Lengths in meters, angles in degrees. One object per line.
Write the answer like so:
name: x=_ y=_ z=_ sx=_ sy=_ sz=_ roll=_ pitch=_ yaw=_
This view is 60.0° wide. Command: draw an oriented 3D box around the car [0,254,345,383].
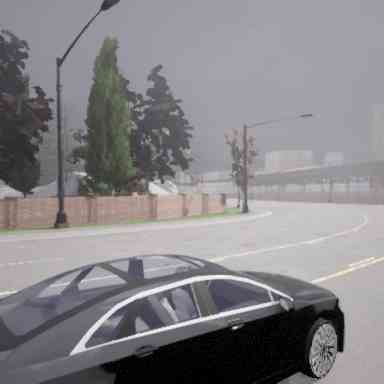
car: x=-0.128 y=1.510 z=3.862 sx=4.902 sy=1.511 sz=2.128 roll=0 pitch=0 yaw=-37
